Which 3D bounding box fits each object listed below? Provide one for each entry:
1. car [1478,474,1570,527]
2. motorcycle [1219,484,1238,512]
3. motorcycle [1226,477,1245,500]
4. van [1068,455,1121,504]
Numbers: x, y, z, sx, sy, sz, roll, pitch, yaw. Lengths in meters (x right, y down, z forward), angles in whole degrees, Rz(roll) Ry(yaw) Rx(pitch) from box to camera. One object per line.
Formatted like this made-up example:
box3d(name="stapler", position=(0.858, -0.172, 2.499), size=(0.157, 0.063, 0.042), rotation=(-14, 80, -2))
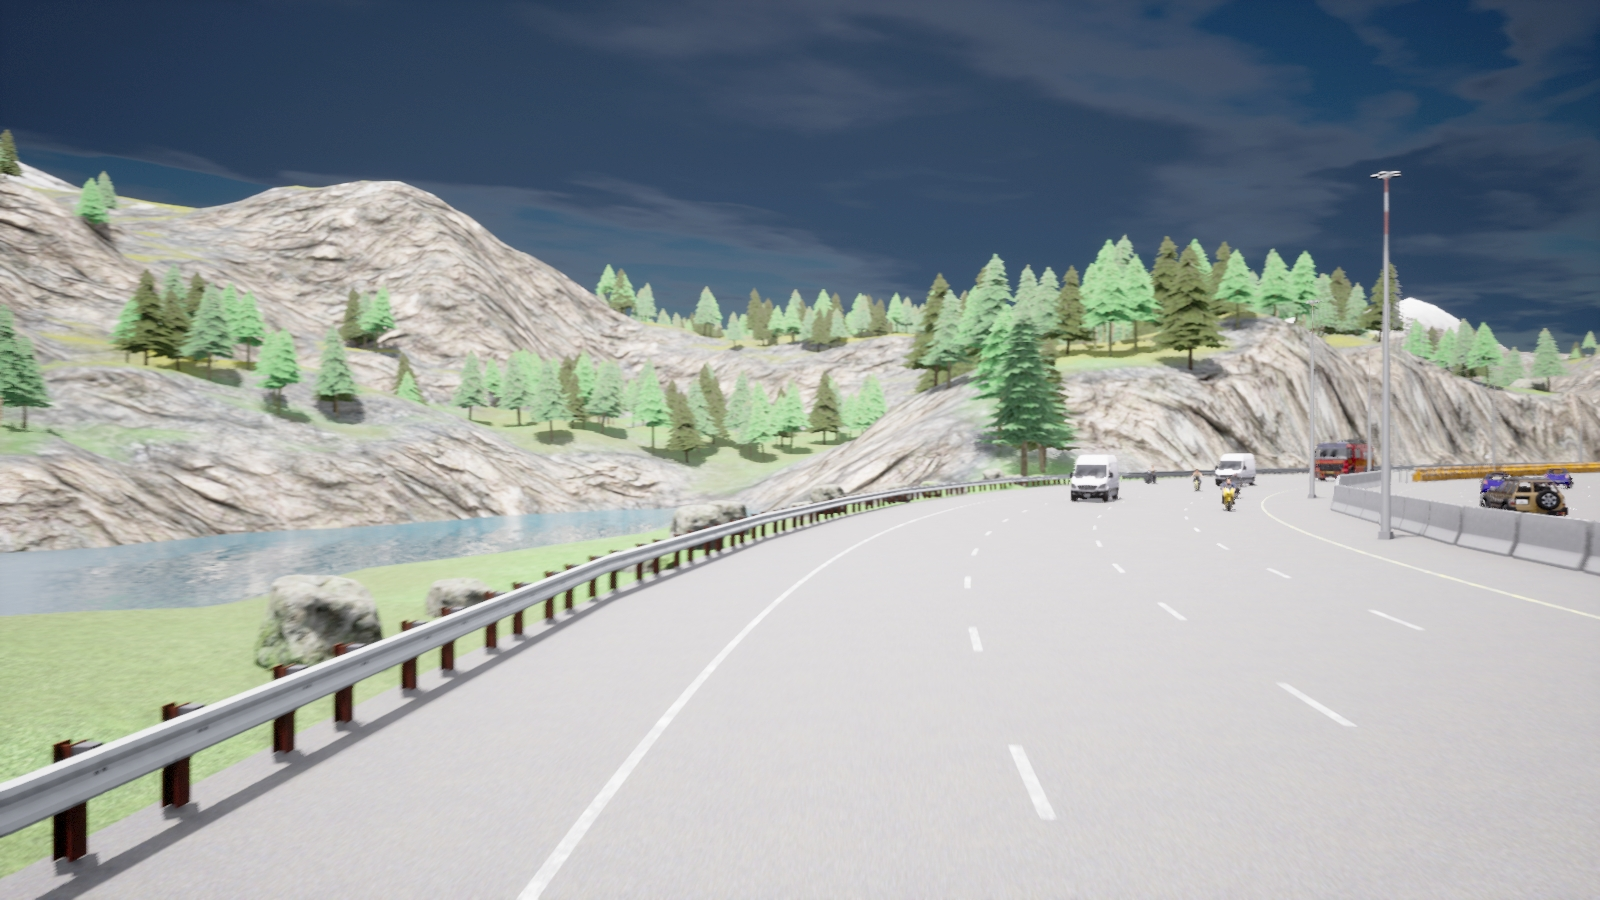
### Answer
box3d(name="car", position=(28.042, 1.912, 44.398), size=(1.932, 1.855, 4.605), rotation=(0, 0, 18))
box3d(name="motorcycle", position=(19.794, 2.211, 52.778), size=(0.803, 1.217, 2.033), rotation=(0, 0, 19))
box3d(name="motorcycle", position=(25.372, 2.249, 66.591), size=(0.867, 1.251, 2.209), rotation=(0, 0, 25))
box3d(name="van", position=(16.419, 1.563, 63.512), size=(1.988, 2.561, 5.915), rotation=(0, 0, 23))
